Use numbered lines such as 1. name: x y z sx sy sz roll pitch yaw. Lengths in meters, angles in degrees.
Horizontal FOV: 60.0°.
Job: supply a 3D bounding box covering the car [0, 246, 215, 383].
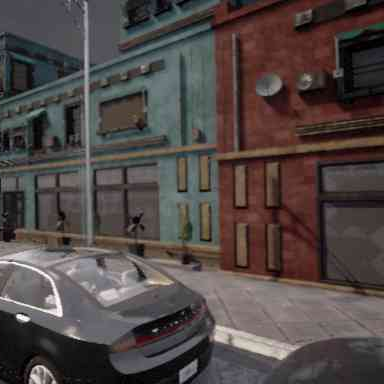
1. car: -2.008 1.520 4.685 4.892 1.521 2.231 -1 0 36
